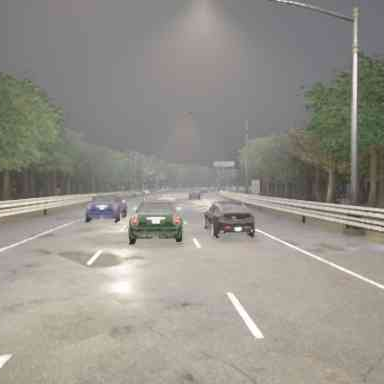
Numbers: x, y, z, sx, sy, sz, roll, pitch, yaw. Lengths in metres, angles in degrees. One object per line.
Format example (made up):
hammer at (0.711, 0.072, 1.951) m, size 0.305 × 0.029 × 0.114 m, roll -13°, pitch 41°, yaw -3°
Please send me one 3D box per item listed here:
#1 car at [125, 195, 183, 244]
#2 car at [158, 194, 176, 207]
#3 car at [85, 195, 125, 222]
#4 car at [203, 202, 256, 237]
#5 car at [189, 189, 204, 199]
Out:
car at (-1.552, 1.108, 14.684) m, size 2.097 × 1.767 × 4.553 m, roll 0°, pitch 1°, yaw -5°
car at (-2.875, 0.950, 38.690) m, size 1.895 × 1.301 × 4.718 m, roll 0°, pitch 1°, yaw -1°
car at (-5.638, 0.978, 22.392) m, size 2.097 × 1.767 × 4.553 m, roll 0°, pitch 1°, yaw -4°
car at (1.711, 1.237, 16.181) m, size 1.837 × 1.490 × 4.892 m, roll 0°, pitch 1°, yaw -5°
car at (0.510, 0.507, 58.297) m, size 2.128 × 1.511 × 4.902 m, roll 0°, pitch 1°, yaw 1°
